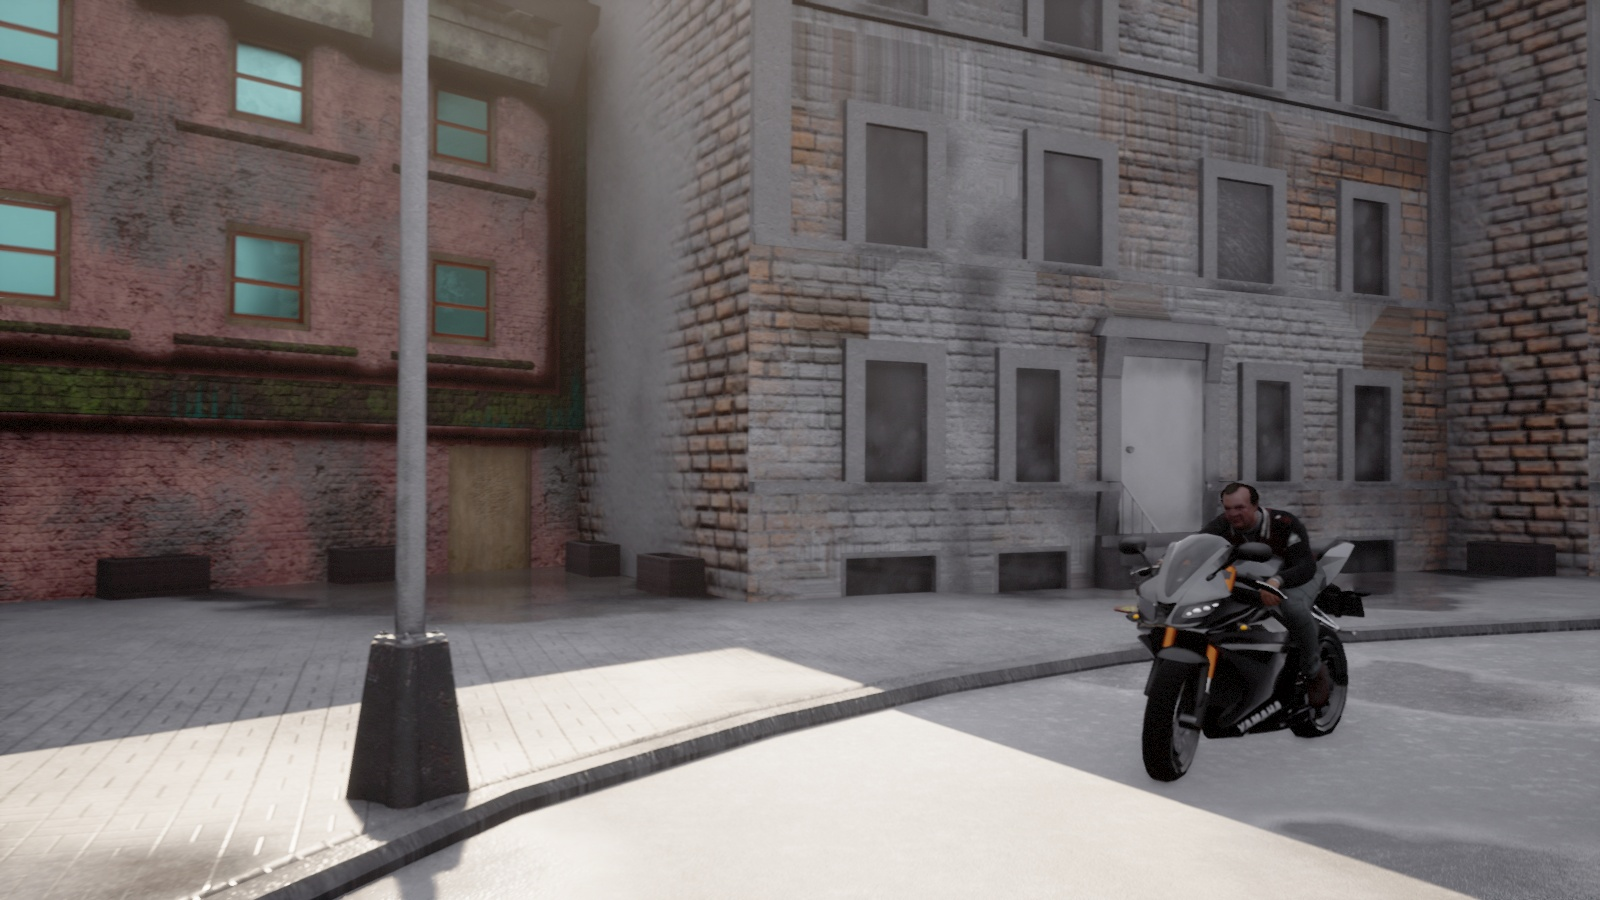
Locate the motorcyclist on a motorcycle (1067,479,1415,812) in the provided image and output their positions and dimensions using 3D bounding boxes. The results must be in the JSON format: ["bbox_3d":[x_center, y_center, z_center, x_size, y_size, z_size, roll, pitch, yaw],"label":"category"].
[{"bbox_3d":[2.487,0.936,6.921,2.191,1.530,0.866,1,-1,-43],"label":"motorcyclist on a motorcycle"}]
